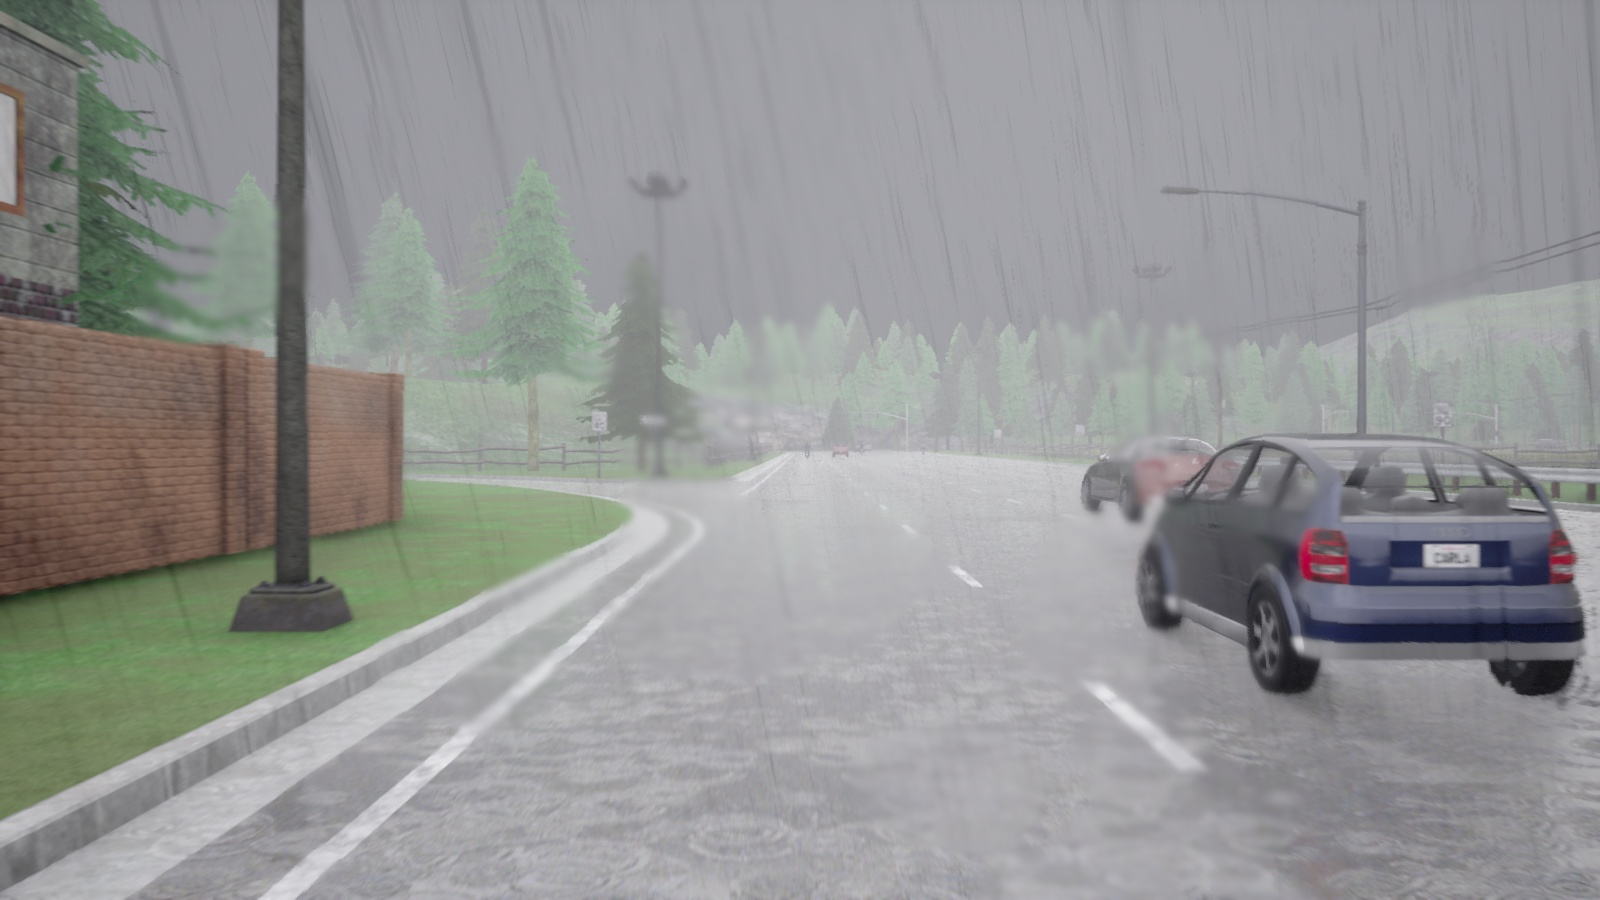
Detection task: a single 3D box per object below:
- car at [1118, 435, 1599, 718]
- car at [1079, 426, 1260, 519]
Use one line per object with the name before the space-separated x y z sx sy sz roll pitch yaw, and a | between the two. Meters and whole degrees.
car | 3.565 0.679 8.715 1.789 1.549 3.705 0 0 0
car | 7.157 0.391 24.947 2.152 1.651 5.027 0 0 0
